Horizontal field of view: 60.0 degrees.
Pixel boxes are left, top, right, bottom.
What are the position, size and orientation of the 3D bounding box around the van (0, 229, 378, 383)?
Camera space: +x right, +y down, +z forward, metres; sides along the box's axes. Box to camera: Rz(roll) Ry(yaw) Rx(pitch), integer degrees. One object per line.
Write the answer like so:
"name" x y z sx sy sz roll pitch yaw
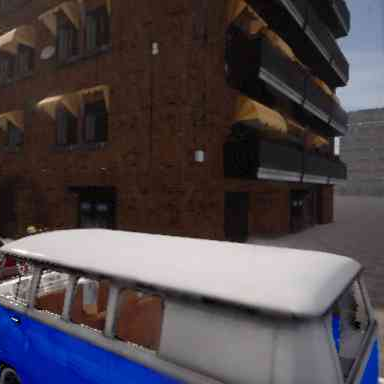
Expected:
"van" -0.428 1.341 3.159 3.998 1.788 1.690 0 1 36
